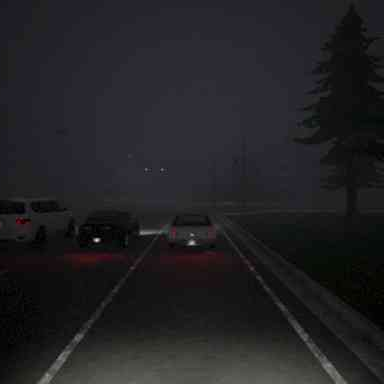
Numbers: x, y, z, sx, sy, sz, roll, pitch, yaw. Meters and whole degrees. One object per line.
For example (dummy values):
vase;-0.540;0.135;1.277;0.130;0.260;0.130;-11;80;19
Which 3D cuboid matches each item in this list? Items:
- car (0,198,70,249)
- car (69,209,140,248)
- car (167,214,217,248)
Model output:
car;-7.000;1.256;14.680;2.150;2.045;5.566;0;0;0
car;-3.500;1.514;14.650;1.837;1.490;4.892;0;0;0
car;0.000;1.614;14.680;1.895;1.301;4.718;0;0;0
